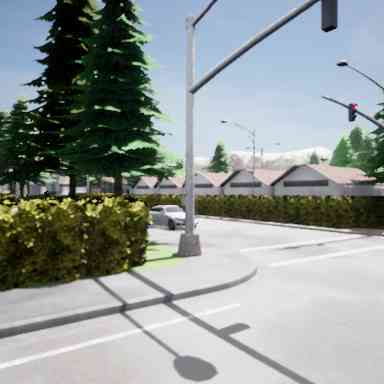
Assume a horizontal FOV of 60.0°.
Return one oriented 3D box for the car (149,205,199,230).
[{"bbox_3d":[-1.485,1.608,22.027,1.812,1.442,4.674,0,0,-36],"label":"car"}]
